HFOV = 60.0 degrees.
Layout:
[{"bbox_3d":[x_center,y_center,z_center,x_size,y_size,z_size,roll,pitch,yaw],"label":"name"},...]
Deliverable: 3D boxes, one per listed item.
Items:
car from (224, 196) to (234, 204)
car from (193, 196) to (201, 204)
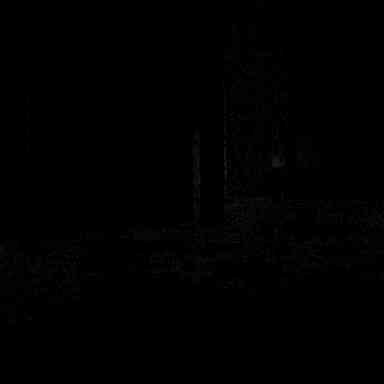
[{"bbox_3d":[4.454,1.220,52.166,1.895,1.301,4.718,-1,0,-35],"label":"car"},{"bbox_3d":[1.782,1.262,50.315,1.895,1.301,4.718,-1,0,-35],"label":"car"}]
